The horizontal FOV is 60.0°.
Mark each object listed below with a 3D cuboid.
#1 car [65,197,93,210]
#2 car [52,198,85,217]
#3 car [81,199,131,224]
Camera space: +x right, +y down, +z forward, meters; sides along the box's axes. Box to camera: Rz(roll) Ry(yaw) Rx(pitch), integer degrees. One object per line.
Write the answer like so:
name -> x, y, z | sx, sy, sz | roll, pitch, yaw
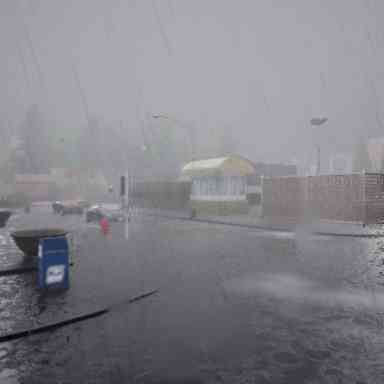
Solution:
car -> -14.334, 1.455, 42.051 | 1.812, 1.442, 4.674 | 0, 0, -39
car -> -11.770, 1.430, 31.449 | 1.882, 1.535, 5.008 | 0, 0, -35
car -> -5.959, 1.478, 23.276 | 1.812, 1.442, 4.674 | 0, 0, -36
